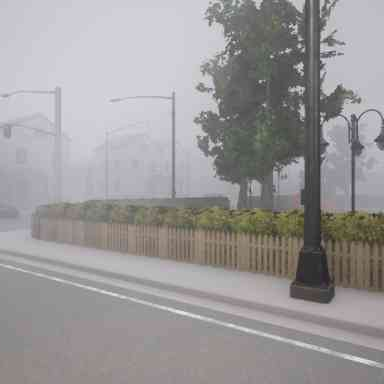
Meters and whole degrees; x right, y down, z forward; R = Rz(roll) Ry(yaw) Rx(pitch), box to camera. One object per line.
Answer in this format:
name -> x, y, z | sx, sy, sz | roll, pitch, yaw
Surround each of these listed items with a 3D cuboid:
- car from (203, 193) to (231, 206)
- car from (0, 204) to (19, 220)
car -> 3.528, 1.220, 48.161 | 2.150, 2.045, 5.566 | 0, 0, 35
car -> -16.040, 1.562, 26.369 | 1.994, 1.385, 4.181 | 0, 0, 35
